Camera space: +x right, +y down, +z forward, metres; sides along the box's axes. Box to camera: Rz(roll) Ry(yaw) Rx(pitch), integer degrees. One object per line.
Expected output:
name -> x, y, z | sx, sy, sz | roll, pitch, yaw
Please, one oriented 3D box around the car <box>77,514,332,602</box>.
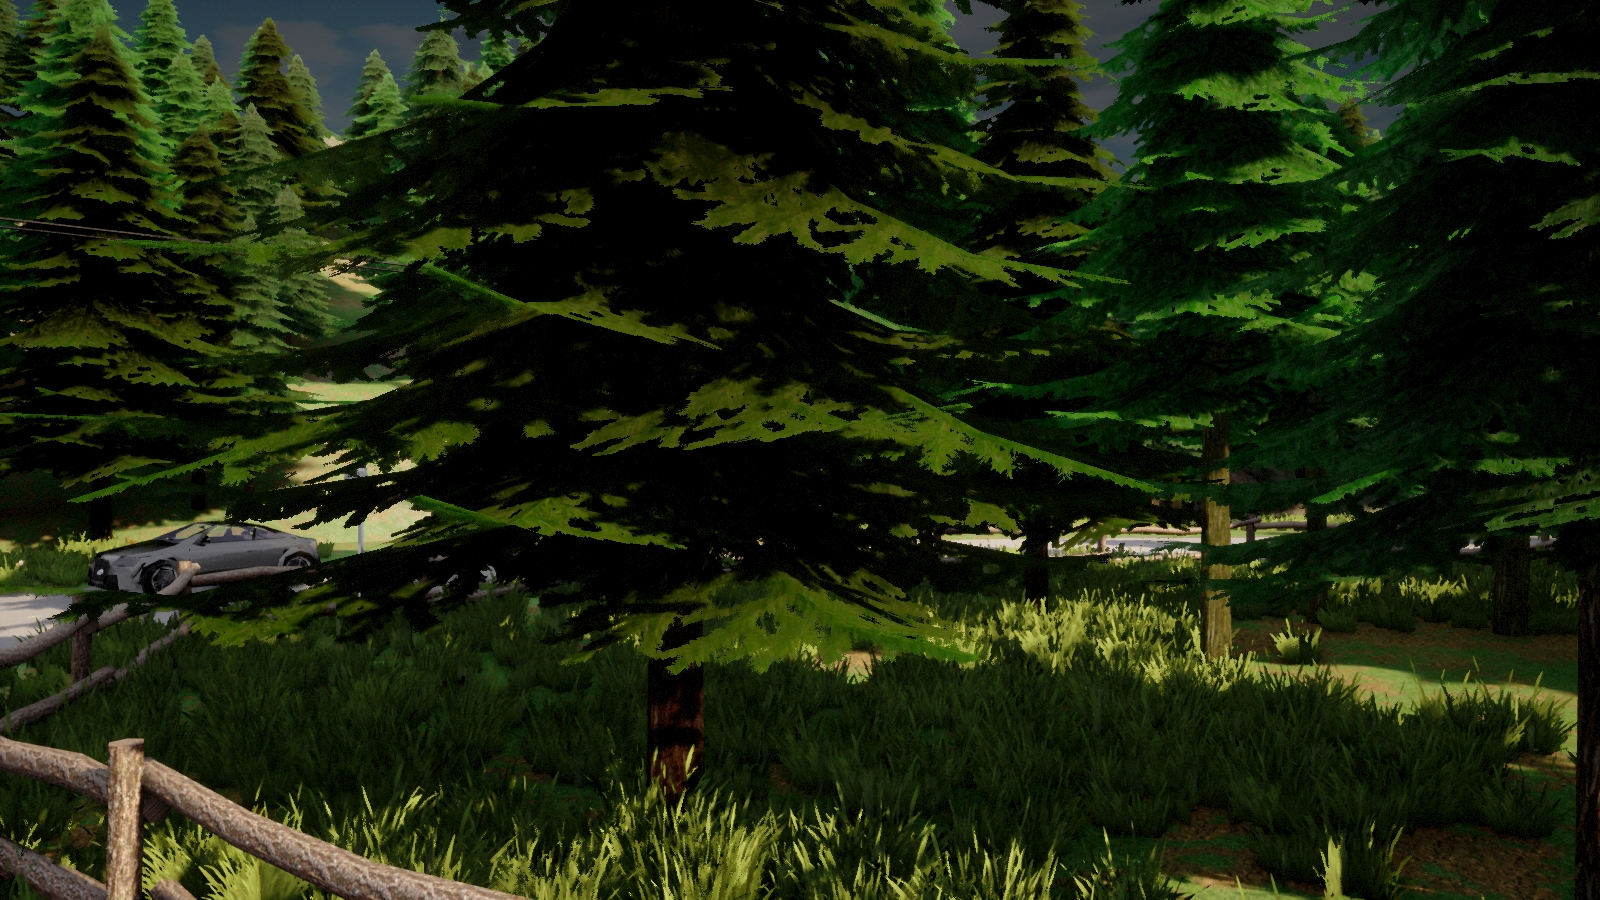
car -> -12.055, 2.119, 23.321 | 1.994, 1.385, 4.181 | 0, 0, 41
